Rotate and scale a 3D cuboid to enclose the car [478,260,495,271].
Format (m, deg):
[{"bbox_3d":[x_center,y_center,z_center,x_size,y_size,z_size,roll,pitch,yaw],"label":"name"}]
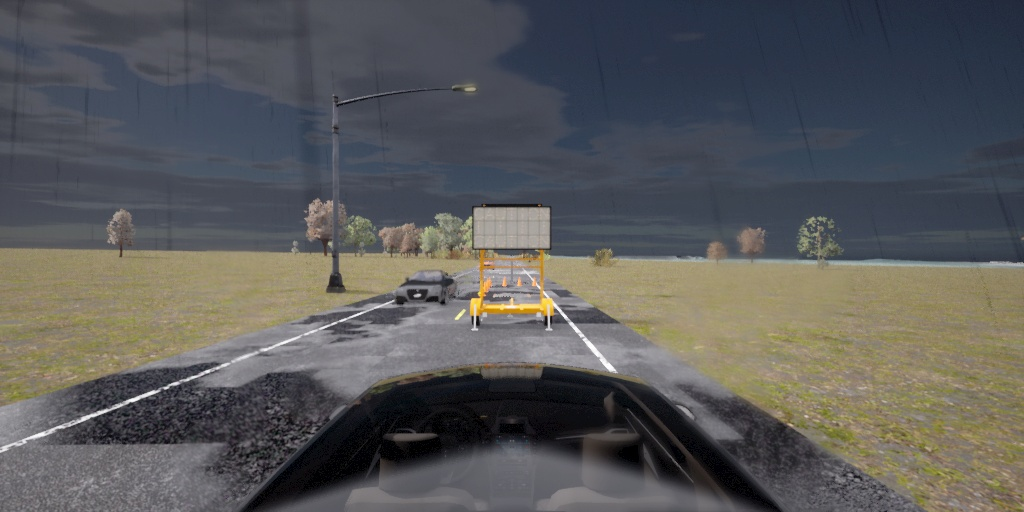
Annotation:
[{"bbox_3d":[-3.513,1.097,49.367,2.097,1.767,4.553,0,0,0],"label":"car"}]

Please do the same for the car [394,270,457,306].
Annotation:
[{"bbox_3d":[-3.604,1.313,15.642,1.994,1.385,4.181,0,0,0],"label":"car"}]

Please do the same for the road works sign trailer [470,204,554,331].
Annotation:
[{"bbox_3d":[-0.003,0.213,11.018,2.380,3.560,2.880,0,0,0],"label":"road works sign trailer"}]
